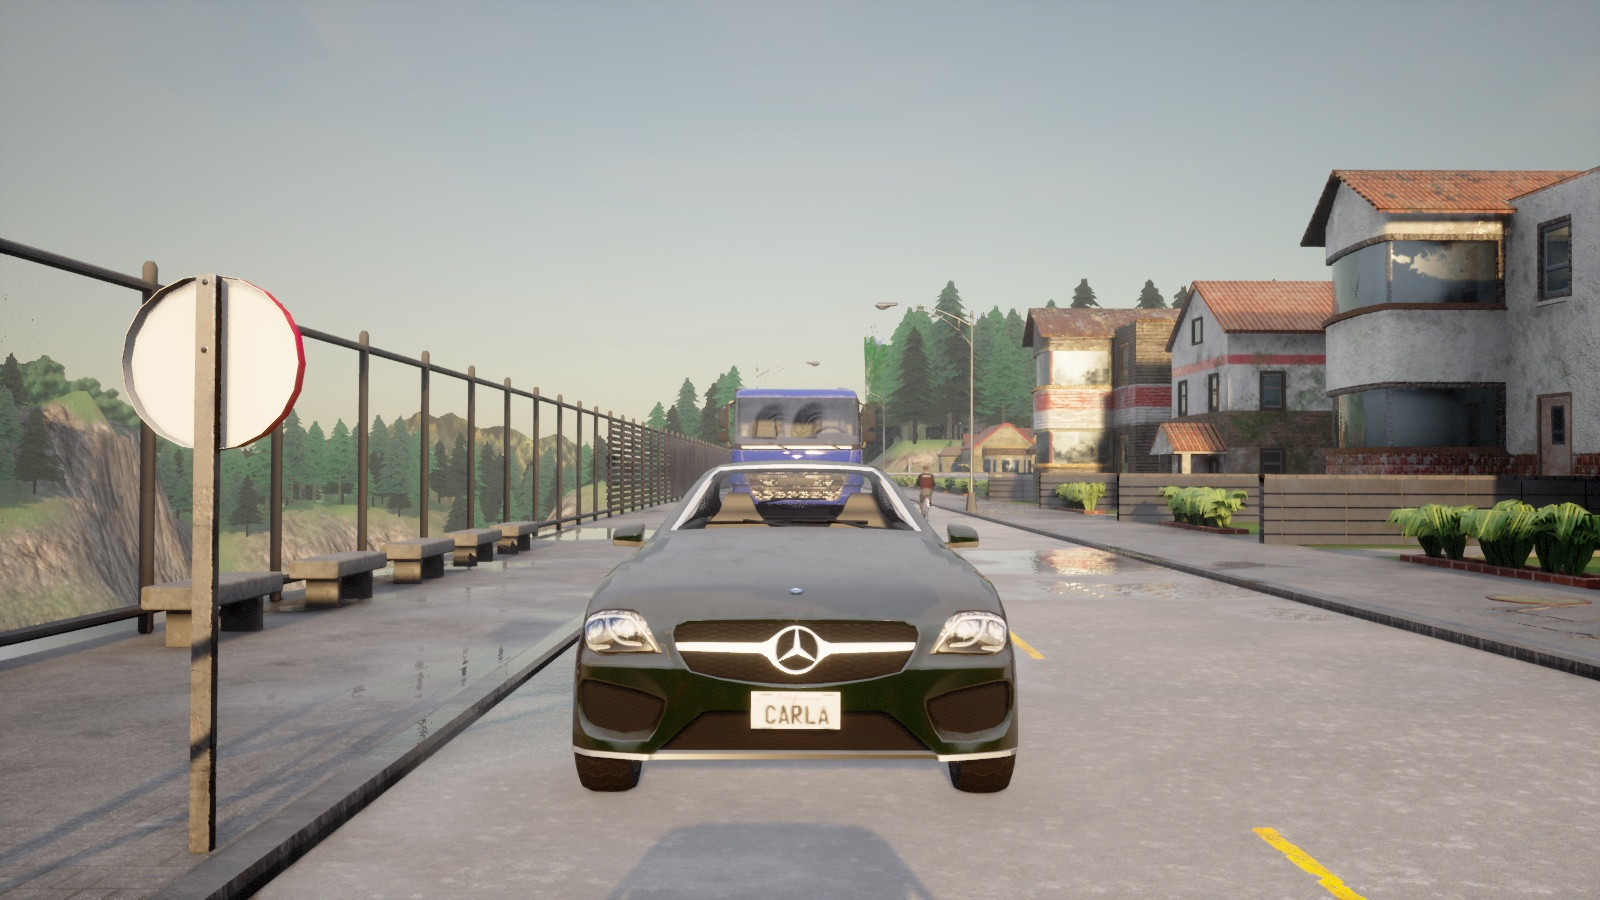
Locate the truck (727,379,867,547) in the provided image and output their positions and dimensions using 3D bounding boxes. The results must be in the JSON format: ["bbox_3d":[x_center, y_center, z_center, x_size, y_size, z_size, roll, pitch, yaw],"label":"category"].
[{"bbox_3d":[-0.078,0.334,29.927,2.891,3.462,7.936,0,-1,0],"label":"truck"}]

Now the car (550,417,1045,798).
[{"bbox_3d":[-0.021,0.727,7.996,2.152,1.651,5.027,0,-1,0],"label":"car"}]
